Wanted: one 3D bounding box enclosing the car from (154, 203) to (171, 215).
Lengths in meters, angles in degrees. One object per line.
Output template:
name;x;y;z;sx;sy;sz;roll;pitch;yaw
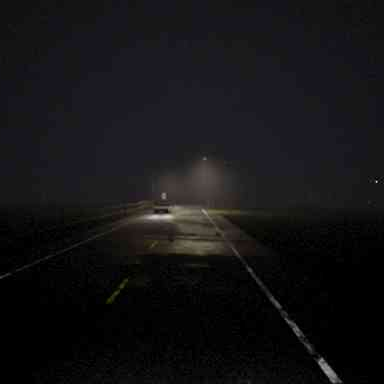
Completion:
car;-3.595;2.060;40.876;1.895;1.301;4.718;0;-1;0
